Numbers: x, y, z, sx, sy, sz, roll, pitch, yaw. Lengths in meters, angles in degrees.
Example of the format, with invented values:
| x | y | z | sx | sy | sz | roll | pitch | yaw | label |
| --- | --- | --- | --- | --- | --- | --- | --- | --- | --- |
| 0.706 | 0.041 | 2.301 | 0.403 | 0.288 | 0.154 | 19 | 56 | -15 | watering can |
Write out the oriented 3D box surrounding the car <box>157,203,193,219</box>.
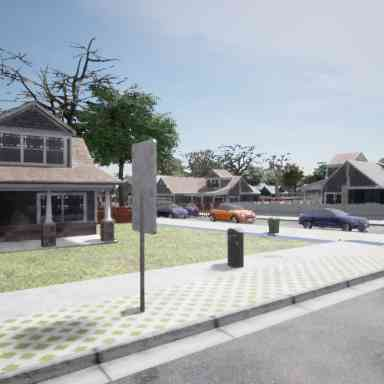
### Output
| x | y | z | sx | sy | sz | roll | pitch | yaw | label |
| --- | --- | --- | --- | --- | --- | --- | --- | --- | --- |
| -2.386 | 2.155 | 38.281 | 2.097 | 1.767 | 4.553 | 0 | -1 | -37 | car |

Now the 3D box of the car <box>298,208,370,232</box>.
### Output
| x | y | z | sx | sy | sz | roll | pitch | yaw | label |
| --- | --- | --- | --- | --- | --- | --- | --- | --- | --- |
| 9.306 | 1.817 | 22.181 | 1.812 | 1.442 | 4.674 | 0 | -1 | -33 | car |

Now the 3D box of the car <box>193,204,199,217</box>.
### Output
| x | y | z | sx | sy | sz | roll | pitch | yaw | label |
| --- | --- | --- | --- | --- | --- | --- | --- | --- | --- |
| -1.179 | 2.190 | 41.562 | 2.097 | 1.767 | 4.553 | 0 | -1 | -37 | car |

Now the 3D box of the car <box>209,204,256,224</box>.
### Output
| x | y | z | sx | sy | sz | roll | pitch | yaw | label |
| --- | --- | --- | --- | --- | --- | --- | --- | --- | --- |
| 3.620 | 1.901 | 30.153 | 2.097 | 1.767 | 4.553 | 0 | -1 | -36 | car |

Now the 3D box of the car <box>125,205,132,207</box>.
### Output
| x | y | z | sx | sy | sz | roll | pitch | yaw | label |
| --- | --- | --- | --- | --- | --- | --- | --- | --- | --- |
| -8.582 | 2.553 | 46.437 | 1.837 | 1.490 | 4.892 | 0 | -1 | -35 | car |
